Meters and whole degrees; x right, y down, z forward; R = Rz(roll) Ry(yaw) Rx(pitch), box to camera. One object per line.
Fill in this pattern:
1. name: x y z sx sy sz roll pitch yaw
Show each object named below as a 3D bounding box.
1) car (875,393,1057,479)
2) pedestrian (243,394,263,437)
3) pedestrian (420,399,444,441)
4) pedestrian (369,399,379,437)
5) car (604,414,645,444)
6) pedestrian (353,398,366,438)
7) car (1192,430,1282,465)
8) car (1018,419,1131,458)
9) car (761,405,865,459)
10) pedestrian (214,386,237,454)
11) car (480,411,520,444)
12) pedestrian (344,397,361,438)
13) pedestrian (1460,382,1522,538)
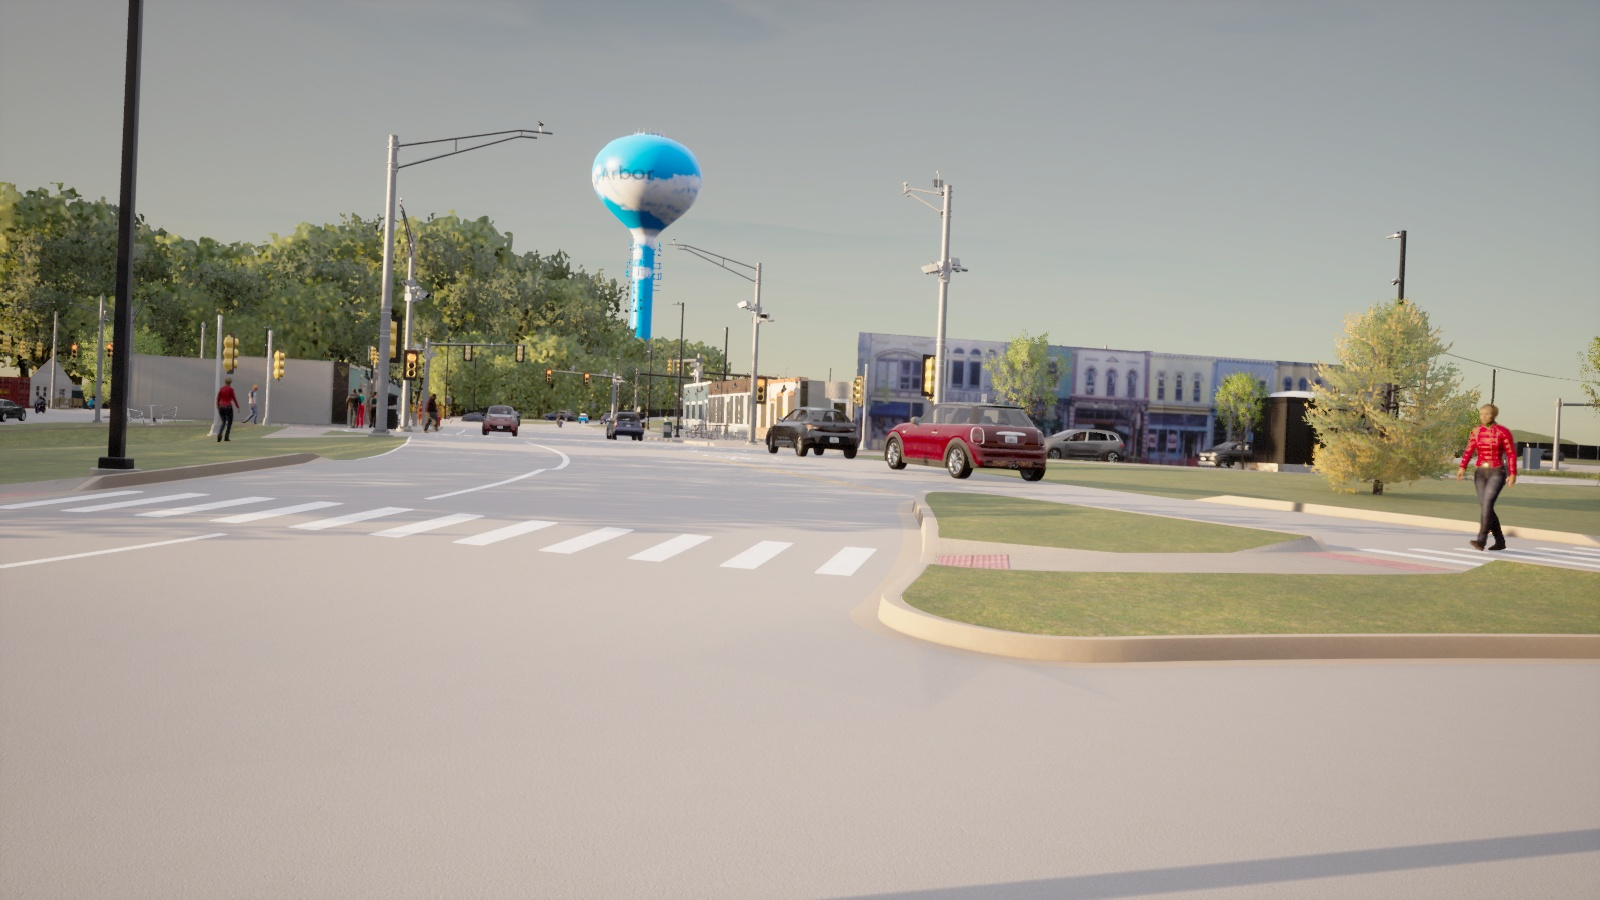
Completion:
1. car: 3.663 -0.386 28.708 2.097 1.767 4.553 1 2 -22
2. pedestrian: -23.811 -1.488 54.652 0.706 1.836 0.354 1 0 -8
3. pedestrian: -16.450 -1.315 56.111 0.899 1.844 0.634 1 0 -6
4. pedestrian: -20.945 -1.562 61.790 0.345 1.836 0.594 1 0 -11
5. car: -10.097 -1.193 71.938 1.851 1.617 3.988 1 1 -15
6. pedestrian: -20.507 -1.503 58.462 0.345 1.836 0.594 1 0 -41
7. car: 21.112 -0.131 60.675 3.705 1.549 1.789 2 0 -14
8. car: 12.773 -0.523 58.549 4.611 1.667 2.242 2 0 -14
9. car: 0.316 -0.557 37.707 1.816 1.474 4.193 1 1 -19
10. pedestrian: -15.702 -0.809 34.324 0.331 1.846 0.636 1 0 -2
11. car: -14.715 -1.096 61.684 1.845 1.501 3.633 1 0 -13
12. pedestrian: -20.603 -1.491 57.840 0.563 1.883 0.849 1 0 -9
13. pedestrian: 8.323 0.120 15.129 0.636 1.846 0.331 1 0 -31
